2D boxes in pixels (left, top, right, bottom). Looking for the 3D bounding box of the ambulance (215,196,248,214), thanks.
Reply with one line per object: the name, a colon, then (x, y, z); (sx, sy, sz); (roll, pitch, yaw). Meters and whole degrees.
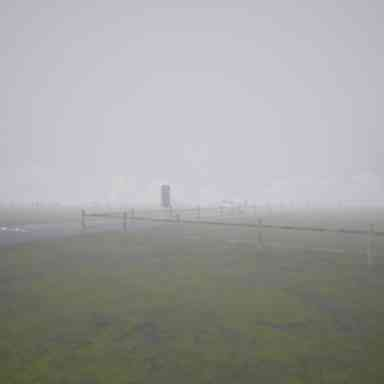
ambulance: (5.684, 1.790, 47.632); (2.351, 2.431, 6.366); (-2, -2, 36)
